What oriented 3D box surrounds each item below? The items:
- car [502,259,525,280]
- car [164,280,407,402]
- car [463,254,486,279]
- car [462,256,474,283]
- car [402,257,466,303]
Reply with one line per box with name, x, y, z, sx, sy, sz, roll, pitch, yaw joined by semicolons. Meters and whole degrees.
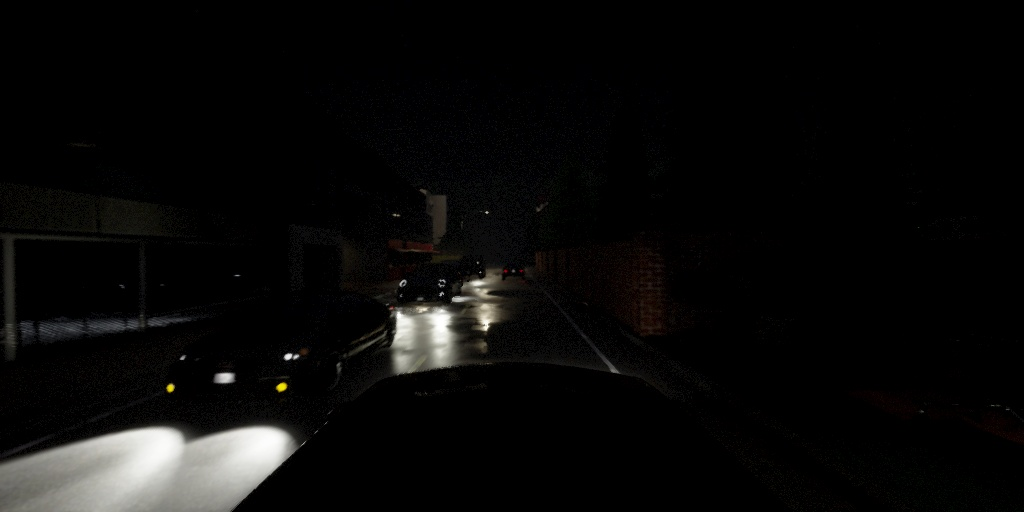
car;0.115;1.179;30.046;2.033;1.411;5.357;-1;0;0
car;-3.597;1.336;6.498;1.994;1.385;4.181;-1;0;1
car;-3.488;0.879;31.603;2.150;2.045;5.566;-1;0;0
car;-3.494;0.891;20.736;1.812;1.442;4.674;-1;0;0
car;-3.589;1.084;16.296;2.097;1.767;4.553;-1;0;0
